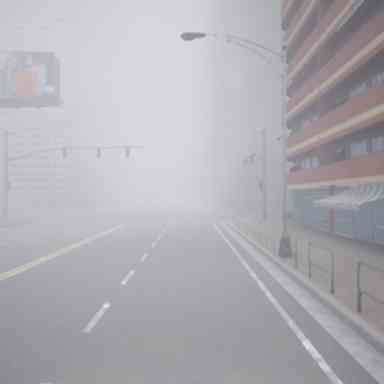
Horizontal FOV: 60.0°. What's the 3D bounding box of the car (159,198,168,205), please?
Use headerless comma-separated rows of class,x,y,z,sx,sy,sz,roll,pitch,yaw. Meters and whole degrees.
car,-7.049,2.282,83.131,2.097,1.767,4.553,0,-1,0

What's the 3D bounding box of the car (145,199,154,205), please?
car,-10.549,2.467,83.064,2.033,1.411,5.357,0,-1,0
